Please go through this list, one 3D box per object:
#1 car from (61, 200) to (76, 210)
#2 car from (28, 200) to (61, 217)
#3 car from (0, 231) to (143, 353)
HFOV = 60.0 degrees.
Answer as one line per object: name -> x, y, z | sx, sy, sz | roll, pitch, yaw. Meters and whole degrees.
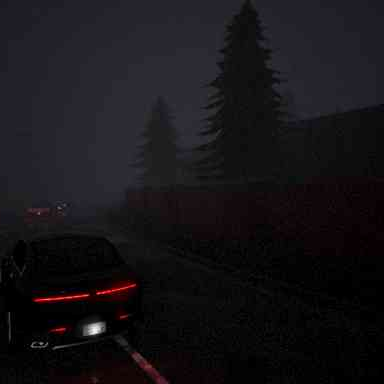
car -> -15.865, 1.601, 41.495 | 1.895, 1.301, 4.718 | 0, 0, -6
car -> -14.031, 1.601, 31.545 | 1.895, 1.301, 4.718 | 0, 0, -13
car -> -2.516, 1.506, 6.333 | 1.837, 1.490, 4.892 | 0, 0, -32
